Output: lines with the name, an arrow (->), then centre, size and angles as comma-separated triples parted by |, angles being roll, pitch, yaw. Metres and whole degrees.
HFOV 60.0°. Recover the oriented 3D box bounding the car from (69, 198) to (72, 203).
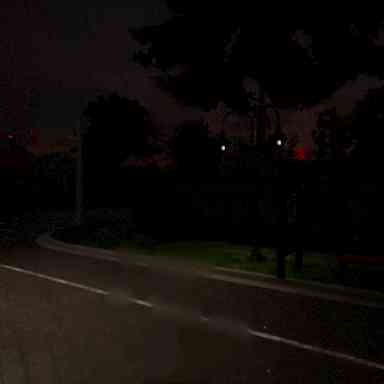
car -> -19.961, 1.161, 50.561 | 3.806, 1.475, 1.970 | 0, 0, 36
